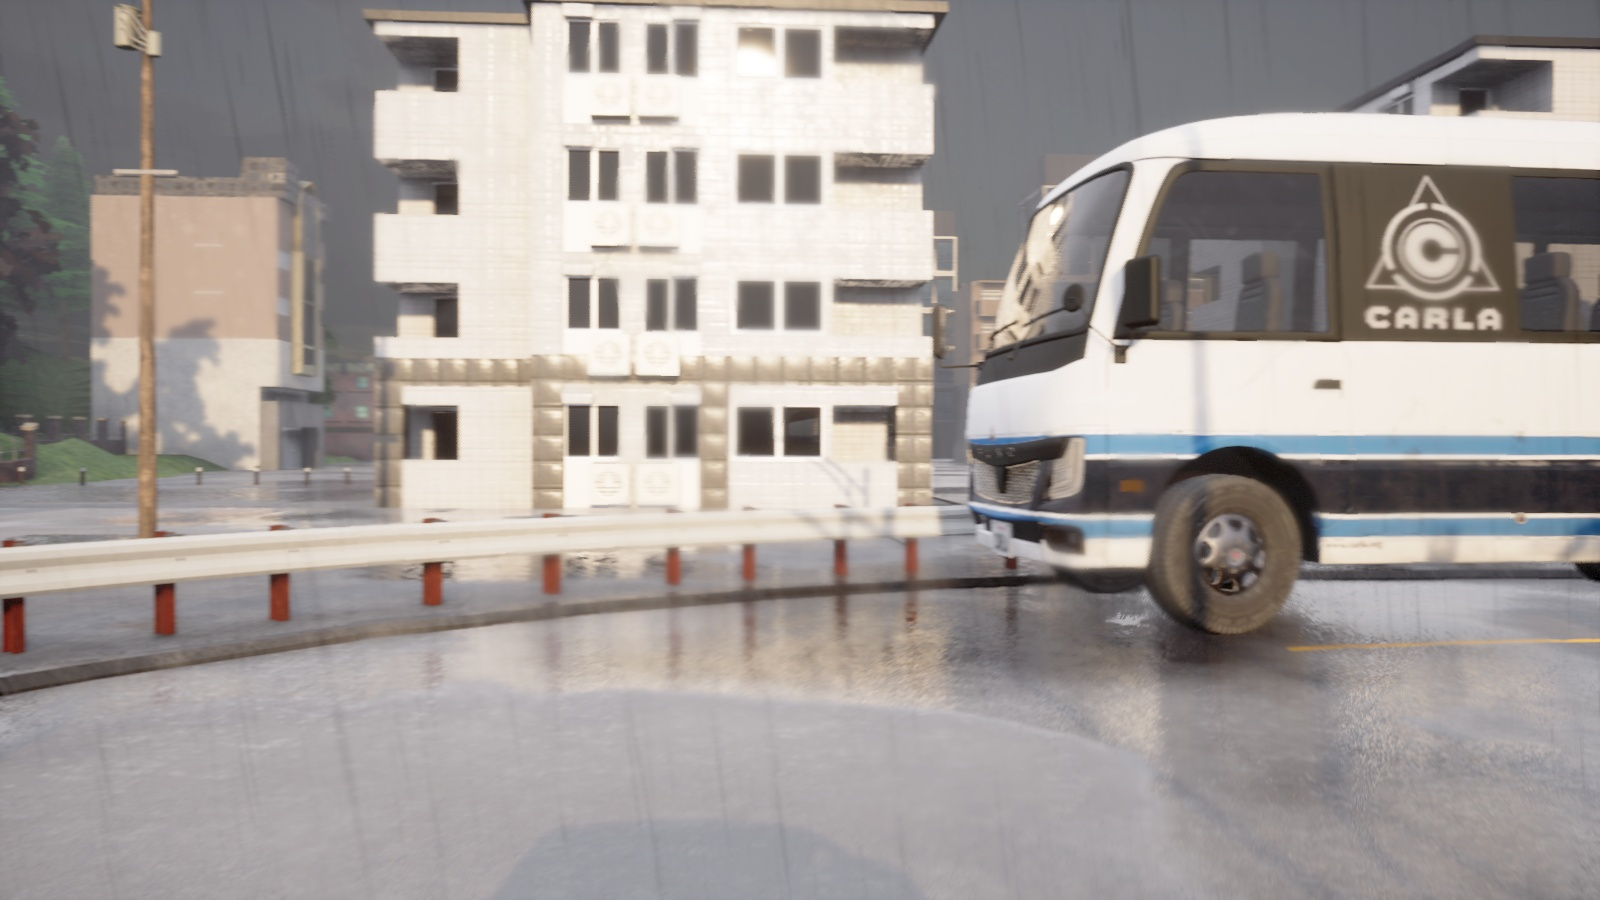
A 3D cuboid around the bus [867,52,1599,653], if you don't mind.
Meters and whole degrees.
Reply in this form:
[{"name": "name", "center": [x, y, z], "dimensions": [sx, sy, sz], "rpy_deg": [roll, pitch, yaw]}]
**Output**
[{"name": "bus", "center": [6.024, -0.674, 11.445], "dimensions": [10.273, 4.253, 3.944], "rpy_deg": [0, 0, -7]}]
